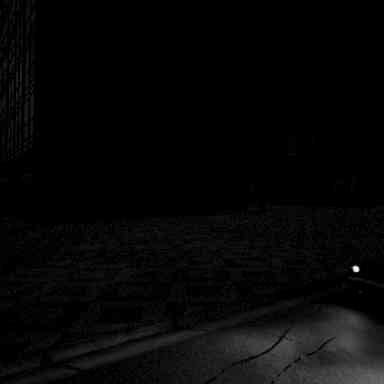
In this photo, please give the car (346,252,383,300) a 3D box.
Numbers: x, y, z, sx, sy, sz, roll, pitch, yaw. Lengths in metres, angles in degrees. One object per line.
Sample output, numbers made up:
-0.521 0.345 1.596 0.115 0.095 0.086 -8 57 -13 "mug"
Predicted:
5.402 1.601 7.242 4.718 1.301 1.895 0 0 -36 "car"
